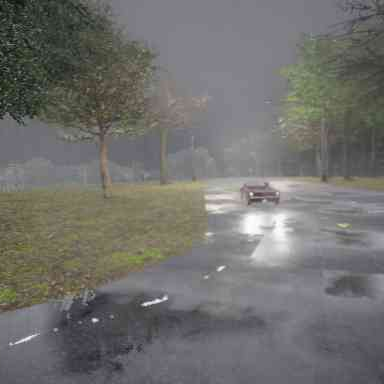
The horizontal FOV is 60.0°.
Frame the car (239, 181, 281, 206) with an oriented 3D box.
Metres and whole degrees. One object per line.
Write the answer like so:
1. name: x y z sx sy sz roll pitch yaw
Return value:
1. car: 4.049 0.020 20.414 1.895 1.301 4.718 -2 4 2
